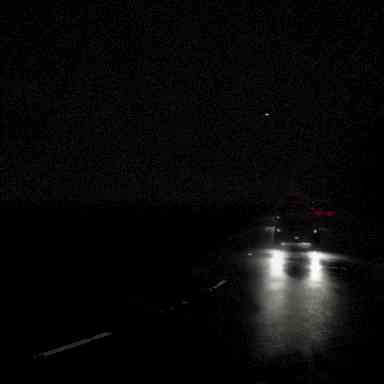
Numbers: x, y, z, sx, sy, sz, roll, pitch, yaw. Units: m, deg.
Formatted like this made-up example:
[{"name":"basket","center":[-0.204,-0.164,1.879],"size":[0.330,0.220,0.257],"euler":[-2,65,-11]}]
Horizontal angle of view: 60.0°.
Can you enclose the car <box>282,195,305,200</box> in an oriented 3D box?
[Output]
[{"name":"car","center":[10.857,1.332,35.525],"size":[2.150,2.045,5.566],"euler":[0,0,17]}]

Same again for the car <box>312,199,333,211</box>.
[{"name":"car","center":[17.137,1.659,43.660],"size":[1.812,1.442,4.674],"euler":[0,0,17]}]

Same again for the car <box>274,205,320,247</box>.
[{"name":"car","center":[4.876,1.581,15.596],"size":[1.812,1.442,4.674],"euler":[0,0,17]}]

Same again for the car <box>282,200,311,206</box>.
[{"name":"car","center":[7.769,1.596,25.259],"size":[1.837,1.490,4.892],"euler":[0,0,17]}]
